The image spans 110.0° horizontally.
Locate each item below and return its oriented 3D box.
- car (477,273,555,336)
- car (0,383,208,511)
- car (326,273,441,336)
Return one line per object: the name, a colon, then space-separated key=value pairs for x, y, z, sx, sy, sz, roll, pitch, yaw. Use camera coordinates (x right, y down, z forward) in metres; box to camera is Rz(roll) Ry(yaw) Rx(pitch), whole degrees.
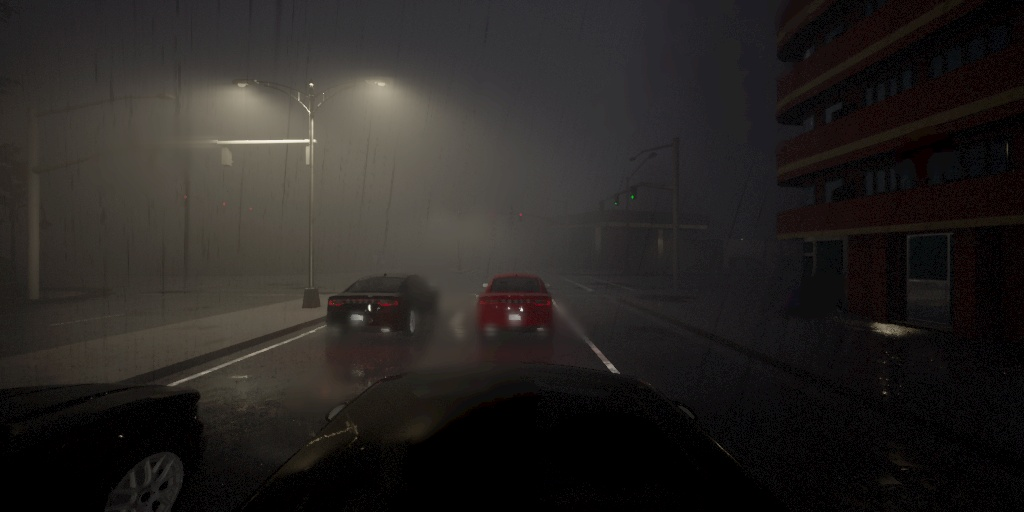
car: x=0.121 y=1.228 z=10.421 sx=1.882 sy=1.535 sz=5.008 roll=0 pitch=0 yaw=1
car: x=-3.409 y=1.228 z=0.838 sx=1.882 sy=1.535 sz=5.008 roll=0 pitch=0 yaw=0
car: x=-3.384 y=1.228 z=10.411 sx=1.882 sy=1.535 sz=5.008 roll=0 pitch=0 yaw=0
